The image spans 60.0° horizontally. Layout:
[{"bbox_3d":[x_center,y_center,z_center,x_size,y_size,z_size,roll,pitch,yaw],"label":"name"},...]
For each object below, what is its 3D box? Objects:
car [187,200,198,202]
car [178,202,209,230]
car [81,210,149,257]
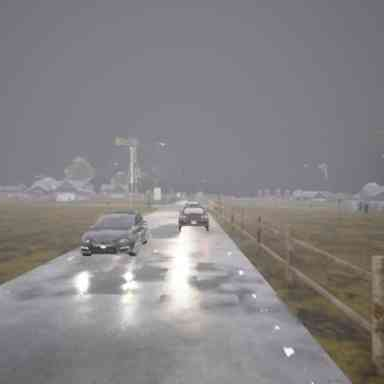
[{"bbox_3d":[0.102,1.681,37.955,1.812,1.442,4.674,0,0,0],"label":"car"},{"bbox_3d":[0.101,1.575,21.168,1.812,1.442,4.674,0,0,0],"label":"car"},{"bbox_3d":[-2.848,1.524,13.118,1.837,1.490,4.892,0,0,0],"label":"car"}]
